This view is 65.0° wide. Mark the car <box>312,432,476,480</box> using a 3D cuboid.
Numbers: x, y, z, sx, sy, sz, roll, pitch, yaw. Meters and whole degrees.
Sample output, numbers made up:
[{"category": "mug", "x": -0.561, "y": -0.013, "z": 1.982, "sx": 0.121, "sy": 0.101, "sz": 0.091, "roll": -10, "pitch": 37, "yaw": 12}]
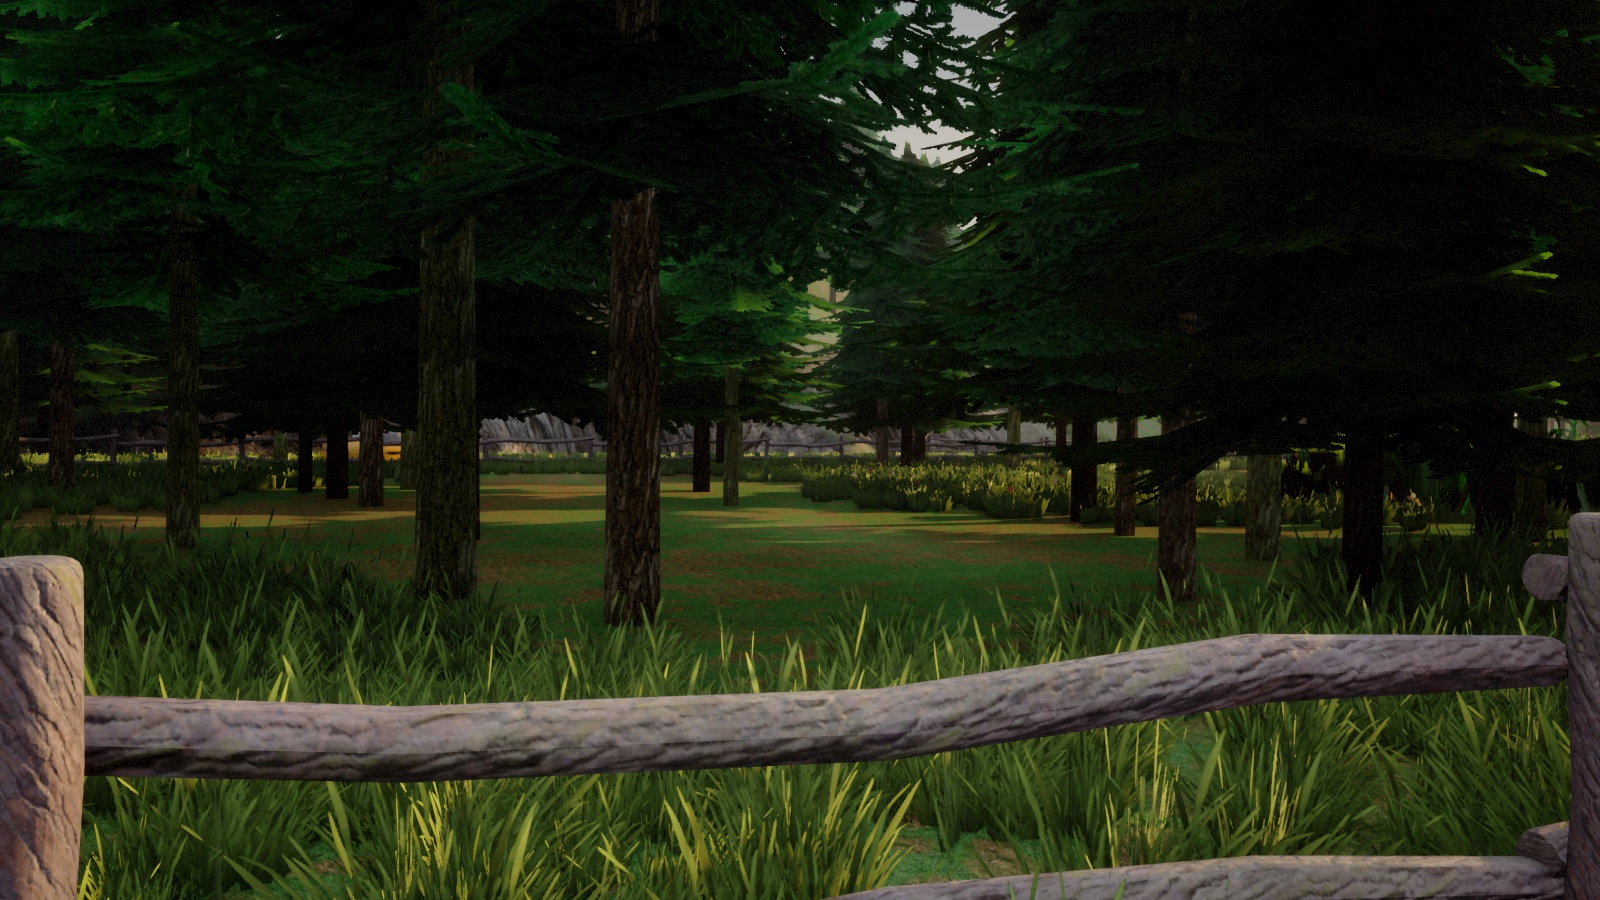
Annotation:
[{"category": "car", "x": -14.592, "y": 0.183, "z": 45.356, "sx": 5.366, "sy": 1.575, "sz": 1.801, "roll": -1, "pitch": 1, "yaw": -43}]
